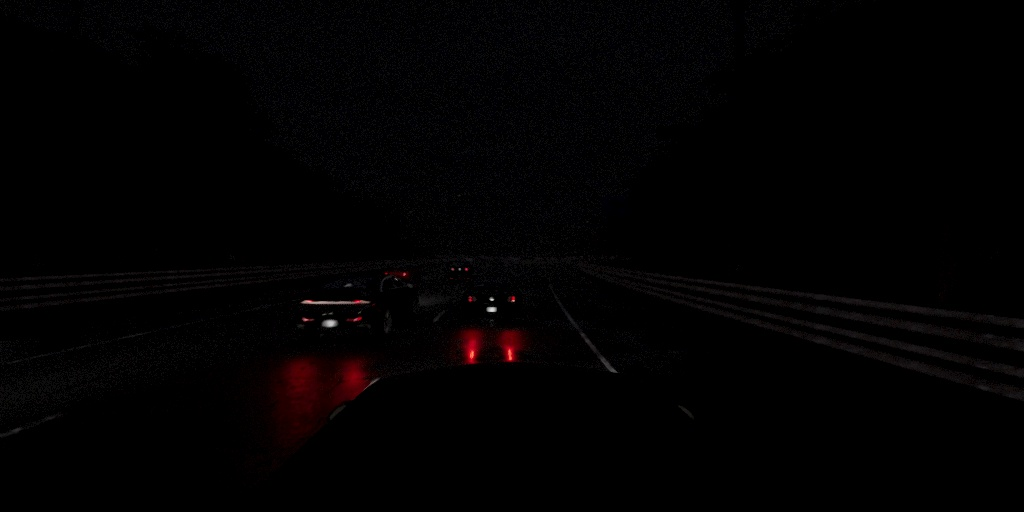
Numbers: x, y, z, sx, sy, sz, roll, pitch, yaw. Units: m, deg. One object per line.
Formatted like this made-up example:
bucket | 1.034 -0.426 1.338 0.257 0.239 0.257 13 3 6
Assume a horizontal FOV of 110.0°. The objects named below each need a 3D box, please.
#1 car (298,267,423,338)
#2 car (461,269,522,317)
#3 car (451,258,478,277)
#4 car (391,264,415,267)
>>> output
car | -3.993 1.222 10.120 2.128 1.511 4.902 0 0 -2
car | -0.688 1.340 13.160 1.895 1.301 4.718 0 0 -2
car | -4.779 1.234 34.796 2.033 1.411 5.357 0 0 -2
car | -8.093 1.287 26.967 1.895 1.301 4.718 0 0 -2
